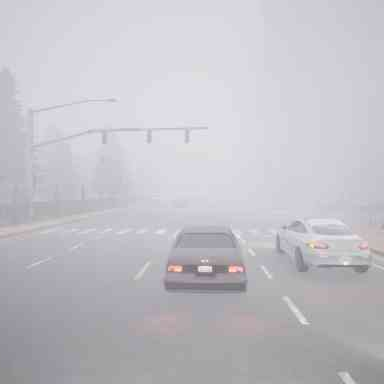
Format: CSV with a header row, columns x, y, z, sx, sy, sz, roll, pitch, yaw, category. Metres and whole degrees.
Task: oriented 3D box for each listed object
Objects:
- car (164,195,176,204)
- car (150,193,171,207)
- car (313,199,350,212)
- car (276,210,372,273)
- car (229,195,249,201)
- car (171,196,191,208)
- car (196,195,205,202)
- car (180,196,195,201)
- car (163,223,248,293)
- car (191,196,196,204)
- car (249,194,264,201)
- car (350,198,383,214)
x,y,z,sx,sy,sz,roll,pitch,yaw,category
-4.291,1.477,66.246,1.882,1.535,5.008,0,0,3,car
-5.004,1.221,50.971,2.150,2.045,5.566,0,0,3,car
16.997,1.547,39.615,4.902,1.511,2.128,0,0,3,car
3.963,1.526,10.614,1.812,1.442,4.674,0,0,3,car
11.994,1.525,88.171,4.902,1.511,2.128,0,0,-44,car
-1.610,1.506,48.576,1.837,1.490,4.892,0,0,2,car
1.670,1.478,79.006,1.882,1.535,5.008,0,0,19,car
-1.147,1.595,81.337,1.895,1.301,4.718,0,0,23,car
0.380,1.547,8.988,2.033,1.411,5.357,0,0,3,car
-0.941,1.492,63.873,2.128,1.511,4.902,0,0,3,car
17.008,1.540,87.807,5.357,1.411,2.033,0,0,-35,car
20.162,1.407,35.994,4.553,1.767,2.097,0,0,2,car
